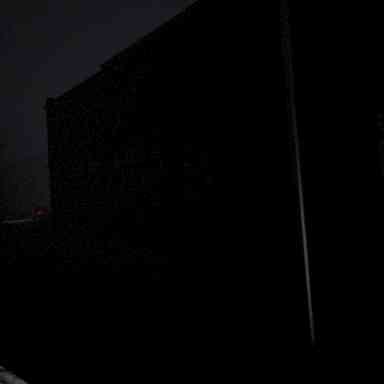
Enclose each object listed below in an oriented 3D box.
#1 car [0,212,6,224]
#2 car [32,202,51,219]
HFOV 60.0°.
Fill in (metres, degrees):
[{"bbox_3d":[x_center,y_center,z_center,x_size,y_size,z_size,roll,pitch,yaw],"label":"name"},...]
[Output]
[{"bbox_3d":[-16.824,1.956,26.069,1.837,1.490,4.892,-4,1,9],"label":"car"},{"bbox_3d":[-13.252,1.652,31.440,1.882,1.535,5.008,-3,0,0],"label":"car"}]
